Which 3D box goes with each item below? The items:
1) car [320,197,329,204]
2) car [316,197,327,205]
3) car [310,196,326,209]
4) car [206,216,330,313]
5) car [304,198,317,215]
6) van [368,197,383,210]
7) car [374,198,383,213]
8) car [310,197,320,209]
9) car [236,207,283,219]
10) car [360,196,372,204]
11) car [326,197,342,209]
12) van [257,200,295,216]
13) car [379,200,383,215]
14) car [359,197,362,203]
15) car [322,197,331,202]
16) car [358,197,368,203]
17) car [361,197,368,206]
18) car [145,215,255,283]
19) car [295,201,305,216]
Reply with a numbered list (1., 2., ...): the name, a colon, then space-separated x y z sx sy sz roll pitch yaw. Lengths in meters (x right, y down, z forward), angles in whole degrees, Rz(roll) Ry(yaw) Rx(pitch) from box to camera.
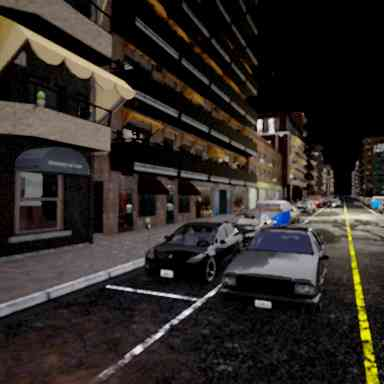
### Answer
1. car: 30.241 1.902 75.902 1.802 1.307 4.206 1 0 24
2. car: 25.635 1.819 65.759 1.887 1.381 4.507 1 0 24
3. car: 18.730 1.520 50.544 2.192 1.841 5.009 1 0 24
4. car: 2.348 1.578 8.238 2.033 1.411 5.357 0 0 24
5. car: 11.817 1.690 35.330 2.008 1.369 4.403 1 0 24
6. van: 26.360 1.556 47.079 1.690 1.788 3.998 1 0 24
7. car: 21.821 1.696 37.090 1.752 1.417 4.829 1 0 24
8. car: 14.051 1.685 40.248 1.752 1.417 4.829 1 0 24
9. car: 2.605 1.603 15.047 2.008 1.369 4.403 1 0 24
10. car: 37.873 1.770 72.435 1.967 1.590 4.097 1 0 24
11. car: 21.411 1.702 49.976 2.128 1.511 4.902 0 0 24
12. van: 4.912 1.415 20.118 1.690 1.788 3.998 1 0 24
13. car: 19.447 1.730 31.865 1.802 1.307 4.206 1 0 24
14. car: 35.568 1.851 67.364 1.887 1.381 4.507 1 0 24
15. car: 34.848 1.912 86.044 1.887 1.381 4.507 1 0 24
16. car: 42.477 1.921 82.578 1.887 1.381 4.507 1 0 24
17. car: 33.335 1.810 62.447 1.752 1.417 4.829 1 0 24
18. car: 0.302 1.596 9.975 1.947 1.339 4.313 1 0 24
19. car: 7.142 1.620 25.034 1.752 1.417 4.829 1 0 24
